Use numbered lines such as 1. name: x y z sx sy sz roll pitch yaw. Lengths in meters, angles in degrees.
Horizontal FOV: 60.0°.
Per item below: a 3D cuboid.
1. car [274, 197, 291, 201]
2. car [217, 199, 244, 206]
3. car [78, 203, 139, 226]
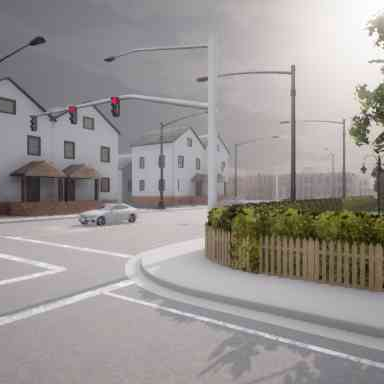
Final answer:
1. car: 14.183 1.504 52.181 2.128 1.511 4.902 0 0 35
2. car: 4.277 1.547 38.004 2.033 1.411 5.357 0 0 35
3. car: -5.751 1.526 23.483 1.812 1.442 4.674 0 0 35
